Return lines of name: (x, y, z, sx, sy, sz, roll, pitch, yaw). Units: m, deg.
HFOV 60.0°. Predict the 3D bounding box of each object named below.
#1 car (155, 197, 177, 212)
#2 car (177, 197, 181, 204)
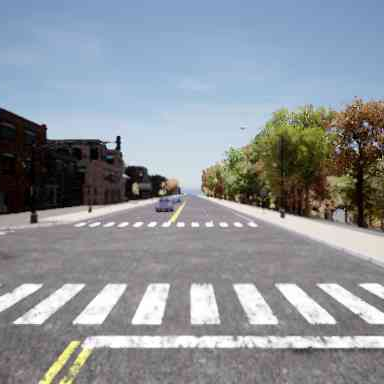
car: (-3.303, 1.468, 40.631, 2.097, 1.767, 4.553, 0, -1, 0)
car: (-3.401, 1.767, 73.661, 1.882, 1.535, 5.008, 0, 0, 0)
